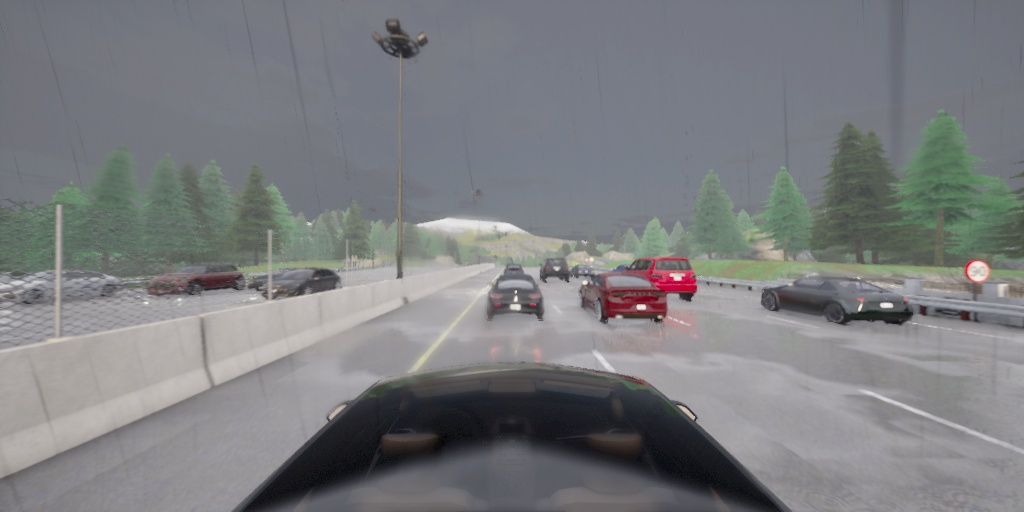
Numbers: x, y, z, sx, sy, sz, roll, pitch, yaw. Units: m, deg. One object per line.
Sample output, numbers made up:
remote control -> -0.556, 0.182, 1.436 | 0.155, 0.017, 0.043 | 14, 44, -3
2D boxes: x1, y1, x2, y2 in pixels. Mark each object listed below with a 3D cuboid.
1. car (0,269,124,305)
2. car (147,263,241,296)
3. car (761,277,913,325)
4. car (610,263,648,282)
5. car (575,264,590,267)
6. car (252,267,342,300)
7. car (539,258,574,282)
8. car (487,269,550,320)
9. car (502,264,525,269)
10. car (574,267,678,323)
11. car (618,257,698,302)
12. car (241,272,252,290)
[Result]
car -> -21.052, 1.355, 16.679 | 1.812, 1.442, 4.674 | 0, 0, 0
car -> -17.524, 1.212, 20.196 | 2.097, 1.767, 4.553 | 0, 0, 1
car -> 10.614, 1.386, 12.163 | 1.994, 1.385, 4.181 | 0, 0, 0
car -> 10.646, 1.468, 33.116 | 1.882, 1.535, 5.008 | 0, 0, 0
car -> 7.153, 1.566, 36.926 | 2.033, 1.411, 5.357 | 0, 0, 0
car -> -10.539, 1.360, 18.421 | 1.837, 1.490, 4.892 | 0, -1, 0
car -> 3.645, 1.192, 31.385 | 2.150, 2.045, 5.566 | 0, 0, 0
car -> 0.115, 1.343, 12.746 | 1.812, 1.442, 4.674 | 0, 0, 0
car -> 0.149, 1.491, 33.694 | 1.837, 1.490, 4.892 | 0, 0, 0
car -> 3.615, 1.296, 12.486 | 1.882, 1.535, 5.008 | 0, 0, 0
car -> 7.126, 1.086, 18.094 | 2.150, 2.045, 5.566 | 0, -1, 0
car -> -13.994, 1.432, 22.752 | 2.033, 1.411, 5.357 | 0, 0, 1
